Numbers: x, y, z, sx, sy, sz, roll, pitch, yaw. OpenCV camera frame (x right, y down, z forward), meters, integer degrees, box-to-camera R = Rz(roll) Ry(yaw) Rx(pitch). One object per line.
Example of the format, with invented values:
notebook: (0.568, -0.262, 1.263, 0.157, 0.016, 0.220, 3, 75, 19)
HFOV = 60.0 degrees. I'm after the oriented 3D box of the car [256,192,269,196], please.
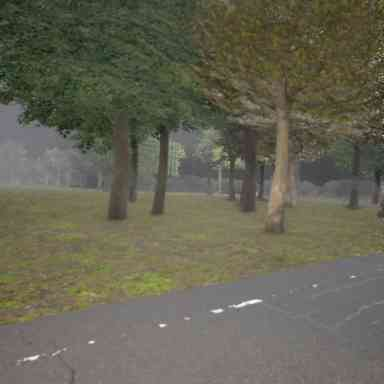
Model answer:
car: (16.908, 0.563, 82.128, 1.812, 1.442, 4.674, 2, 1, -32)
